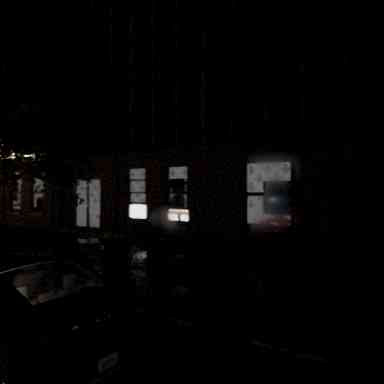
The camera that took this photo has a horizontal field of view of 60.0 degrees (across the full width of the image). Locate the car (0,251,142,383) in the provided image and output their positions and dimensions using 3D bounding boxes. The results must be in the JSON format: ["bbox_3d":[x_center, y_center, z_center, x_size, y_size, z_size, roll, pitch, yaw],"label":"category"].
[{"bbox_3d":[-2.686,1.516,4.663,4.403,1.369,2.008,0,0,34],"label":"car"}]
